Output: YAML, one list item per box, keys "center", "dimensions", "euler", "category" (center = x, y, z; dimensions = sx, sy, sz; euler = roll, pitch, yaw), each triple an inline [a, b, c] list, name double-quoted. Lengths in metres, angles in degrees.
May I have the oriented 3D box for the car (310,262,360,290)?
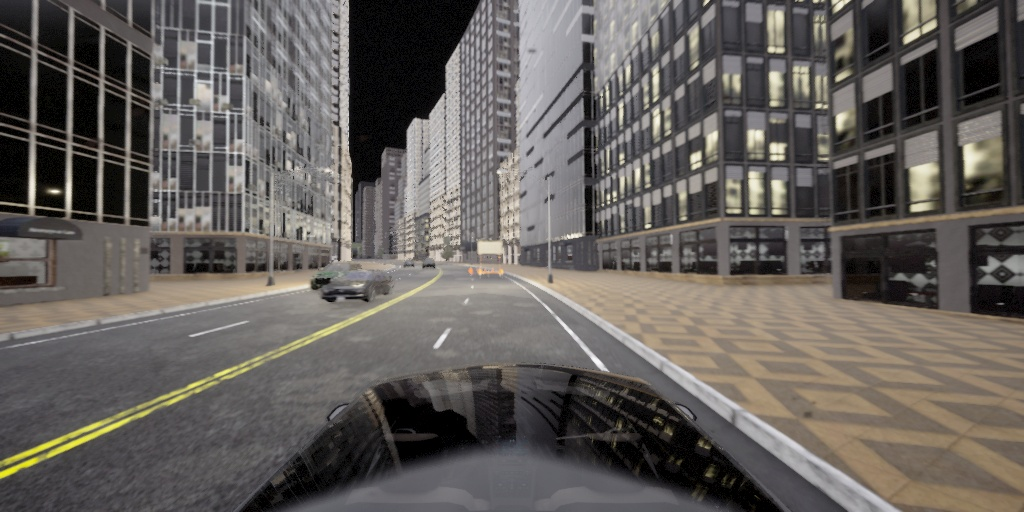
- center: [-10.829, 1.173, 22.689]
  dimensions: [2.097, 1.767, 4.553]
  euler: [0, 0, -5]
  category: "car"

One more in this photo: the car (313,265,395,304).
- center: [-7.118, 1.347, 17.235]
  dimensions: [2.033, 1.411, 5.357]
  euler: [0, 0, -4]
  category: "car"

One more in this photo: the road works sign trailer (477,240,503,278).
- center: [-2.105, 0.250, 34.225]
  dimensions: [2.380, 3.560, 2.880]
  euler: [0, 0, -9]
  category: "road works sign trailer"

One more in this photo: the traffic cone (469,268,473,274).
- center: [-4.553, 1.758, 40.926]
  dimensions: [0.340, 0.580, 0.340]
  euler: [0, 0, -9]
  category: "traffic cone"

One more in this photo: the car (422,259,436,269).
- center: [-13.228, 1.203, 57.392]
  dimensions: [2.097, 1.767, 4.553]
  euler: [0, 0, -13]
  category: "car"
